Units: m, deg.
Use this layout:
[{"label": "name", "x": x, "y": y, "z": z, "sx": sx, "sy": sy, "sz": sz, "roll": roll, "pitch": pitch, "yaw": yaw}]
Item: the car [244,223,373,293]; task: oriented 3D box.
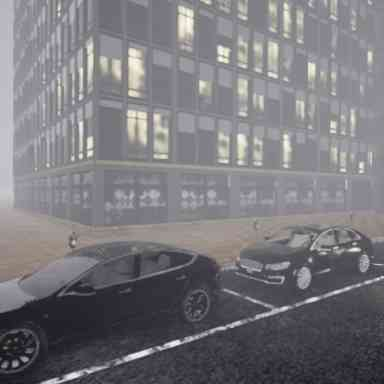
[{"label": "car", "x": 3.082, "y": 1.530, "z": 8.754, "sx": 4.403, "sy": 1.369, "sz": 2.008, "roll": 0, "pitch": 0, "yaw": -36}]

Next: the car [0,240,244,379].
[{"label": "car", "x": -1.427, "y": 1.560, "z": 5.537, "sx": 4.313, "sy": 1.339, "sz": 1.947, "roll": 0, "pitch": 0, "yaw": -36}]
